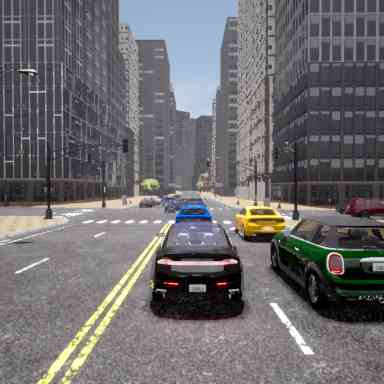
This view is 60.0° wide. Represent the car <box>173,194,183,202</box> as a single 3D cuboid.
[{"bbox_3d":[-3.175,1.286,77.134,2.097,1.767,4.553,0,0,0],"label":"car"}]

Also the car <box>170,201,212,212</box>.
[{"bbox_3d":[0.120,1.468,17.815,1.882,1.535,5.008,0,0,1],"label":"car"}]

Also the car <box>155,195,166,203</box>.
[{"bbox_3d":[-6.442,1.448,67.990,1.837,1.490,4.892,0,0,0],"label":"car"}]

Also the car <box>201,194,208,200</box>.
[{"bbox_3d":[3.340,1.337,90.646,1.895,1.301,4.718,0,0,0],"label":"car"}]

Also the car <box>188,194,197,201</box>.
[{"bbox_3d":[0.080,1.273,80.587,2.097,1.767,4.553,0,0,0],"label":"car"}]

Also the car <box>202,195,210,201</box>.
[{"bbox_3d":[3.330,1.513,80.644,1.895,1.301,4.718,0,0,0],"label":"car"}]

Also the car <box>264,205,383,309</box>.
[{"bbox_3d":[3.357,1.348,8.022,2.097,1.767,4.553,0,0,0],"label":"car"}]

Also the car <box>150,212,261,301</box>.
[{"bbox_3d":[0.106,1.488,8.310,2.128,1.511,4.902,0,0,0],"label":"car"}]

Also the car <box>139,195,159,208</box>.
[{"bbox_3d":[-6.537,1.513,49.082,2.033,1.411,5.357,0,0,0],"label":"car"}]

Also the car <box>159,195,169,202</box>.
[{"bbox_3d":[-6.425,1.482,77.969,1.994,1.385,4.181,0,0,0],"label":"car"}]

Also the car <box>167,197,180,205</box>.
[{"bbox_3d":[-3.268,1.519,58.256,1.994,1.385,4.181,0,0,1],"label":"car"}]

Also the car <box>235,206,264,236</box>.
[{"bbox_3d":[3.365,1.469,17.201,1.882,1.535,5.008,0,0,0],"label":"car"}]

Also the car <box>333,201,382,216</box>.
[{"bbox_3d":[17.430,1.685,35.159,4.181,1.385,1.994,1,1,1],"label":"car"}]

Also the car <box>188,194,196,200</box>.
[{"bbox_3d":[0.089,1.267,90.620,2.128,1.511,4.902,0,0,0],"label":"car"}]

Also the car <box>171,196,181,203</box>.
[{"bbox_3d":[-3.205,1.470,66.845,1.812,1.442,4.674,0,0,1],"label":"car"}]

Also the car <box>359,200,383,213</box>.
[{"bbox_3d":[21.846,1.643,37.677,4.829,1.417,1.752,1,0,1],"label":"car"}]

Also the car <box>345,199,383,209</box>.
[{"bbox_3d":[16.229,1.519,29.396,5.009,1.841,2.192,1,0,1],"label":"car"}]

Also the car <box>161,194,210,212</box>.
[{"bbox_3d":[-0.689,1.313,35.455,4.553,1.767,2.097,1,1,1],"label":"car"}]
